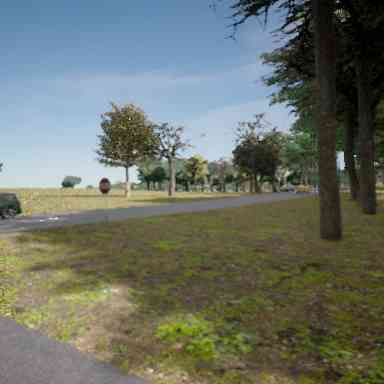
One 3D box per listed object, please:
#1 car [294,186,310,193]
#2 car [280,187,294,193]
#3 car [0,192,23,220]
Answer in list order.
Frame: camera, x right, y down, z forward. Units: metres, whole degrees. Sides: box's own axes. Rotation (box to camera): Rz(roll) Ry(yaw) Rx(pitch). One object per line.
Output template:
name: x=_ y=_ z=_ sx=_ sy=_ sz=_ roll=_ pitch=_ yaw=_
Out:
car: x=22.186 y=-0.541 z=66.230 sx=1.882 sy=1.535 sz=5.008 roll=-2 pitch=1 yaw=27
car: x=21.569 y=-0.484 z=75.141 sx=1.895 sy=1.301 sz=4.718 roll=-2 pitch=1 yaw=34
car: x=-14.493 y=1.097 z=22.507 sx=2.150 sy=2.045 sz=5.566 roll=-2 pitch=0 yaw=34
